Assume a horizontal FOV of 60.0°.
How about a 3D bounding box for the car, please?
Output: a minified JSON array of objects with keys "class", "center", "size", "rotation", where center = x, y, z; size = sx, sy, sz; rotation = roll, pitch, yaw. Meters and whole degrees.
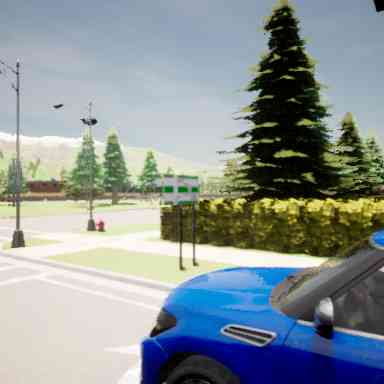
[{"class":"car","center":[2.129,1.218,2.466],"size":[5.566,2.045,2.150],"rotation":[-1,0,35]}]
